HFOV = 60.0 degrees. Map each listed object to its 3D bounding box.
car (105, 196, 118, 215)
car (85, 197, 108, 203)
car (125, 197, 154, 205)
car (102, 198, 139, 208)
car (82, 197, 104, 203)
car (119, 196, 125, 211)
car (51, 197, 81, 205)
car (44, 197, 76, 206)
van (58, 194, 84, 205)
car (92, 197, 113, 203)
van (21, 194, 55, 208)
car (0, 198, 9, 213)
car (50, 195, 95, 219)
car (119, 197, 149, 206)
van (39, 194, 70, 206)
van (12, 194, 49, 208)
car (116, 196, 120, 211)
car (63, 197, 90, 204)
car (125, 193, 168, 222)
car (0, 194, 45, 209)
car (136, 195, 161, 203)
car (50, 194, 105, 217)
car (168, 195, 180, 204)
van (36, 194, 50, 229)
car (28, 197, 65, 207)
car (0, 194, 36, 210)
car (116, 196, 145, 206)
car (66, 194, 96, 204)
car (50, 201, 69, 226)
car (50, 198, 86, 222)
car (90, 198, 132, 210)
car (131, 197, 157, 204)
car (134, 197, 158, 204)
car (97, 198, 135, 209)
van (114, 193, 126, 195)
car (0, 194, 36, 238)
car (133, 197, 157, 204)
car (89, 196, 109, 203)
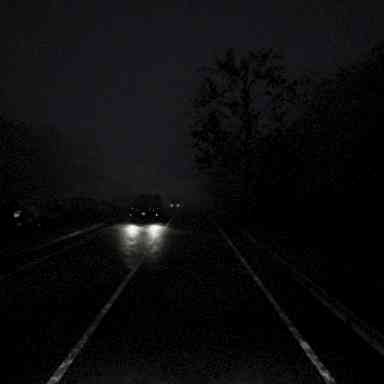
[{"bbox_3d":[-10.111,1.450,31.270,5.366,1.575,1.946,0,0,0],"label":"car"},{"bbox_3d":[-23.306,1.970,81.245,4.792,1.488,2.163,0,-1,0],"label":"car"},{"bbox_3d":[-10.084,1.691,64.452,5.366,1.575,1.946,0,-1,0],"label":"car"},{"bbox_3d":[-10.254,1.585,47.927,4.792,1.488,2.163,0,0,0],"label":"car"},{"bbox_3d":[-23.335,1.939,78.475,4.674,1.452,2.002,0,-1,0],"label":"car"},{"bbox_3d":[-10.298,1.488,36.823,4.892,1.521,2.231,0,0,0],"label":"car"},{"bbox_3d":[-23.380,1.689,61.733,4.792,1.488,2.163,0,-1,0],"label":"car"},{"bbox_3d":[-23.383,1.661,59.094,4.792,1.488,2.163,0,0,0],"label":"car"},{"bbox_3d":[-23.466,1.469,64.507,4.442,1.987,1.878,0,-1,0],"label":"van"},{"bbox_3d":[-23.326,2.020,86.662,5.008,1.535,2.097,0,-1,0],"label":"car"},{"bbox_3d":[-23.477,1.346,50.788,4.442,1.987,1.878,0,0,0],"label":"van"},{"bbox_3d":[-23.366,1.487,36.935,5.008,1.535,2.097,0,0,0],"label":"car"},{"bbox_3d":[-10.269,1.294,25.719,4.553,1.767,2.185,0,0,0],"label":"car"},{"bbox_3d":[-10.268,1.633,59.032,4.892,1.521,2.231,0,-1,0],"label":"car"},{"bbox_3d":[-23.247,1.383,56.344,4.442,1.987,1.878,0,0,0],"label":"van"},{"bbox_3d":[-23.246,1.329,48.018,4.442,1.987,1.878,0,0,0],"label":"van"},{"bbox_3d":[-10.288,1.471,34.047,4.892,1.521,2.231,0,0,0],"label":"car"},{"bbox_3d":[-23.319,1.764,67.397,4.792,1.488,2.163,0,-1,0],"label":"car"},{"bbox_3d":[-3.355,1.152,25.742,2.150,2.045,5.566,0,0,0],"label":"car"},{"bbox_3d":[-23.337,1.287,45.249,5.566,2.045,2.435,0,0,0],"label":"car"},{"bbox_3d":[-10.287,1.648,78.457,5.566,2.045,2.435,0,-1,0],"label":"car"},{"bbox_3d":[-10.267,1.311,28.495,4.553,1.767,2.185,0,0,0],"label":"car"},{"bbox_3d":[-3.353,1.759,67.079,2.033,1.411,5.357,0,0,0],"label":"car"},{"bbox_3d":[-10.191,1.142,17.391,4.442,1.987,1.878,0,0,0],"label":"van"},{"bbox_3d":[-23.363,1.589,53.556,5.008,1.535,2.097,0,0,0],"label":"car"},{"bbox_3d":[-23.339,1.270,42.478,5.566,2.045,2.435,0,0,0],"label":"car"},{"bbox_3d":[-10.307,1.483,56.254,4.553,1.767,2.185,0,0,0],"label":"car"},{"bbox_3d":[-23.373,1.525,70.171,5.566,2.045,2.435,0,-1,0],"label":"car"},{"bbox_3d":[-10.308,1.425,20.166,4.674,1.452,2.002,0,0,0],"label":"car"},{"bbox_3d":[-10.297,1.402,22.942,5.008,1.535,2.097,0,0,0],"label":"car"},{"bbox_3d":[-10.258,1.551,42.375,4.792,1.488,2.163,0,0,0],"label":"car"},{"bbox_3d":[-10.079,1.773,70.125,5.366,1.575,1.946,0,-1,0],"label":"car"},{"bbox_3d":[-10.446,1.855,75.677,5.366,1.575,1.946,0,-1,0],"label":"car"},{"bbox_3d":[-10.256,1.568,45.151,4.792,1.488,2.163,0,0,0],"label":"car"},{"bbox_3d":[-10.397,1.346,50.705,4.442,1.987,1.878,0,0,0],"label":"van"},{"bbox_3d":[-10.338,1.100,14.615,5.566,2.045,2.435,0,0,0],"label":"car"},{"bbox_3d":[-10.269,1.818,72.900,4.892,1.521,2.231,0,-1,0],"label":"car"},{"bbox_3d":[-23.365,1.854,83.893,4.553,1.767,2.185,0,-1,0],"label":"car"}]
